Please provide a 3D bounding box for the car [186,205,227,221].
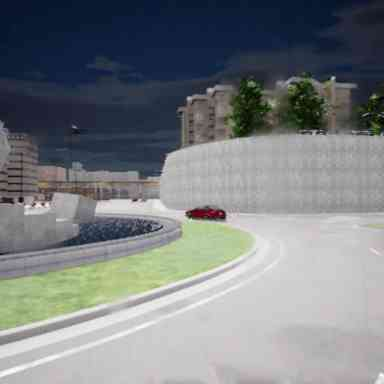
[{"bbox_3d":[1.256,1.921,31.117,1.994,1.385,4.181,0,-1,-40],"label":"car"}]
